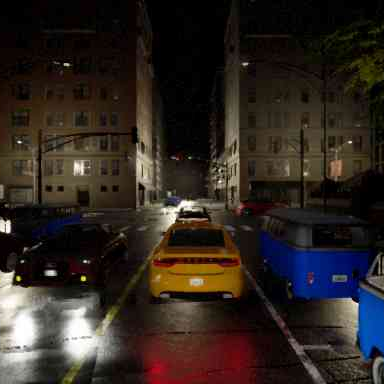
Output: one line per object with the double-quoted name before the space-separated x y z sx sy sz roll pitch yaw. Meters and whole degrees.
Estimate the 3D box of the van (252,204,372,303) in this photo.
"van" 2.704 1.340 7.912 1.690 1.788 3.998 0 0 0

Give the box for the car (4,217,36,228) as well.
"car" -5.822 1.544 7.940 1.887 1.381 4.507 0 0 0

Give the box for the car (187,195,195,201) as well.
"car" -0.313 1.584 89.168 1.895 1.301 4.718 0 0 -1

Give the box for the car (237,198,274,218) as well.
"car" 6.259 1.330 29.024 4.553 1.767 2.097 0 0 -1

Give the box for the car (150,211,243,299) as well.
"car" 0.114 1.477 8.500 1.882 1.535 5.008 0 0 1

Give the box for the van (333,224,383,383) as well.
"van" 2.679 1.341 2.255 1.690 1.788 3.998 0 0 0

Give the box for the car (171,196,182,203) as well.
"car" -3.141 1.522 69.651 2.033 1.411 5.357 0 0 -1

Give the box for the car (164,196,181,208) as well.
"car" -3.050 1.463 48.878 1.882 1.535 5.008 0 0 0

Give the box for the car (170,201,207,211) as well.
"car" 0.075 1.486 17.919 2.128 1.511 4.902 0 0 0

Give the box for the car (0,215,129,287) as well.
"car" -3.034 1.563 9.172 1.994 1.385 4.181 0 0 1

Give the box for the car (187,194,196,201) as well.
"car" -0.227 1.340 79.387 2.097 1.767 4.553 0 0 -1

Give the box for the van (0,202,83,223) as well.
"van" -5.796 1.338 13.600 1.690 1.788 3.998 0 0 0
